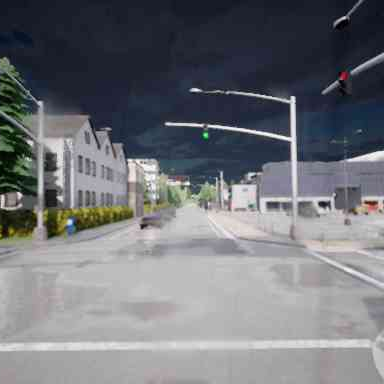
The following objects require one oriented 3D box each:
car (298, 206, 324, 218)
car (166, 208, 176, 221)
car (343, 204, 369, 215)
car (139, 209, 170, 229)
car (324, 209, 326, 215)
[{"bbox_3d":[15.562,2.741,44.804,2.007,1.523,4.514,-1,-2,0],"label":"car"},{"bbox_3d":[-3.466,2.819,40.590,2.128,1.511,4.902,-1,-2,0],"label":"car"},{"bbox_3d":[25.645,2.721,52.175,2.152,1.636,5.027,-1,-2,0],"label":"car"},{"bbox_3d":[-3.508,2.545,30.298,2.033,1.411,5.357,-1,-2,0],"label":"car"},{"bbox_3d":[19.228,2.861,51.851,1.970,1.475,3.806,-1,-2,0],"label":"car"}]
